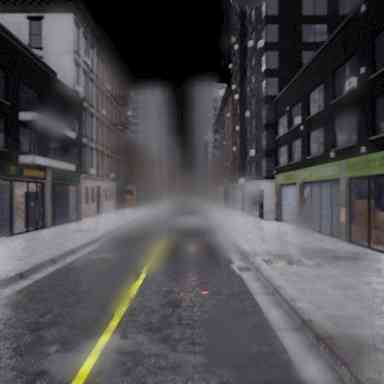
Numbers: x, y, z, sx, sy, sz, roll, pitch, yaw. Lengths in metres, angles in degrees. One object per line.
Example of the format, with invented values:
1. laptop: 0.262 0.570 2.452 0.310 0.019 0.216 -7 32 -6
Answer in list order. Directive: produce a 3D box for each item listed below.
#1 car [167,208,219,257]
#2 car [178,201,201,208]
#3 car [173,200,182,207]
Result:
1. car: 0.027 1.642 13.508 1.837 1.490 4.892 0 0 1
2. car: 0.034 1.793 28.503 1.837 1.490 4.892 0 0 0
3. car: -2.732 2.271 64.950 1.895 1.301 4.718 0 -1 0
